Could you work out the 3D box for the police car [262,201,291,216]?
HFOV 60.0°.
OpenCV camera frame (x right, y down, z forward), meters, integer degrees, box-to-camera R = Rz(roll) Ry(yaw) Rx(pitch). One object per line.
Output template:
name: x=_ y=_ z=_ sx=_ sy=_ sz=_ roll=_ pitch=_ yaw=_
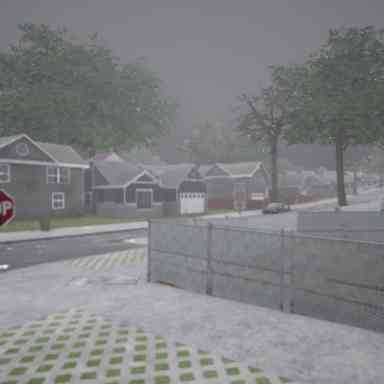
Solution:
police car: x=9.518 y=1.870 z=37.672 sx=1.930 sy=1.638 sz=5.238 roll=-1 pitch=0 yaw=36
